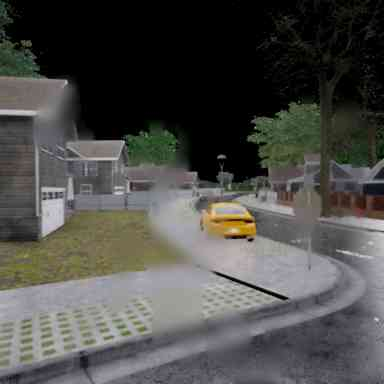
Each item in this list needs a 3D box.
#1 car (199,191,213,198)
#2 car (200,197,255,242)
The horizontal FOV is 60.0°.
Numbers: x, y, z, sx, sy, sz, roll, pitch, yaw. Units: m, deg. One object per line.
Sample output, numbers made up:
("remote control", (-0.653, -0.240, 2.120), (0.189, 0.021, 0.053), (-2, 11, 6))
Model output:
("car", (2.422, 0.561, 54.952), (2.097, 1.767, 4.553), (0, 1, 6))
("car", (1.499, 1.228, 14.914), (1.882, 1.535, 5.008), (0, 1, -1))
